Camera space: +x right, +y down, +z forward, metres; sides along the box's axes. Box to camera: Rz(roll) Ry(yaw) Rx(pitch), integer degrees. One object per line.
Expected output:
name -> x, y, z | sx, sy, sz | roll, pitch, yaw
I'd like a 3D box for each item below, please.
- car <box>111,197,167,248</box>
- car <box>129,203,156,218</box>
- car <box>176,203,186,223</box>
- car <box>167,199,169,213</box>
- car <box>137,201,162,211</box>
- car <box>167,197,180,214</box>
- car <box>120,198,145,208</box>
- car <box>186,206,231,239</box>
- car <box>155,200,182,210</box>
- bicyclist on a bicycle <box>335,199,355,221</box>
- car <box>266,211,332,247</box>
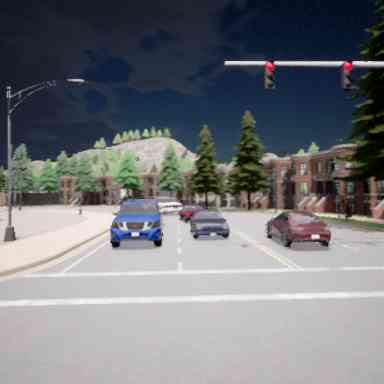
car -> -2.512, 1.405, 16.359 | 2.150, 2.045, 5.566 | -1, -1, -4
car -> -5.386, 1.957, 35.697 | 1.994, 1.385, 4.181 | -1, -1, -22
car -> 0.085, 1.856, 28.455 | 1.895, 1.301, 4.718 | -1, -1, -9
car -> -3.176, 1.629, 25.979 | 2.097, 1.767, 4.553 | -1, -1, -7
car -> -6.781, 2.121, 52.235 | 1.994, 1.385, 4.181 | 0, -1, -38
car -> -2.810, 1.607, 38.837 | 2.150, 2.045, 5.566 | -1, -1, -23
car -> -10.982, 2.045, 61.228 | 4.553, 1.767, 2.097 | -1, -1, 40
car -> 0.909, 1.707, 18.898 | 2.033, 1.411, 5.357 | -1, -1, -3
car -> -3.872, 2.039, 54.182 | 1.837, 1.490, 4.892 | 0, -1, -39
bicyclist on a bicycle -> 11.642, 1.374, 25.315 | 1.656, 1.620, 0.582 | -1, 0, -3
car -> 4.748, 1.602, 15.280 | 1.812, 1.442, 4.674 | -1, -1, -2
